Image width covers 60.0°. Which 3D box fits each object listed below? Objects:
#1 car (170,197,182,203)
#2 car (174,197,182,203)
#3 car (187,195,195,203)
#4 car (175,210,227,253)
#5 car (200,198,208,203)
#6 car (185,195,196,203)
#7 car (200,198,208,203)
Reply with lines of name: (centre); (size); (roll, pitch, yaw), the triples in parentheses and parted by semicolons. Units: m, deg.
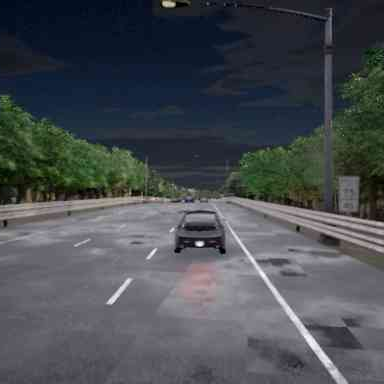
car: (-4.128, 1.988, 80.188); (2.033, 1.411, 5.357); (0, -2, 2)
car: (-3.734, 2.169, 90.605); (1.837, 1.490, 4.892); (0, -2, 2)
car: (-0.234, 1.905, 90.511); (2.150, 2.045, 5.566); (0, -2, 2)
car: (0.356, 1.514, 13.759); (1.837, 1.490, 4.892); (0, 0, 2)
car: (2.881, 2.031, 80.299); (1.994, 1.385, 4.181); (0, -2, 2)
car: (-0.631, 1.936, 80.057); (1.882, 1.535, 5.008); (0, -2, 2)
car: (3.261, 2.241, 90.338); (1.994, 1.385, 4.181); (0, -2, 2)
